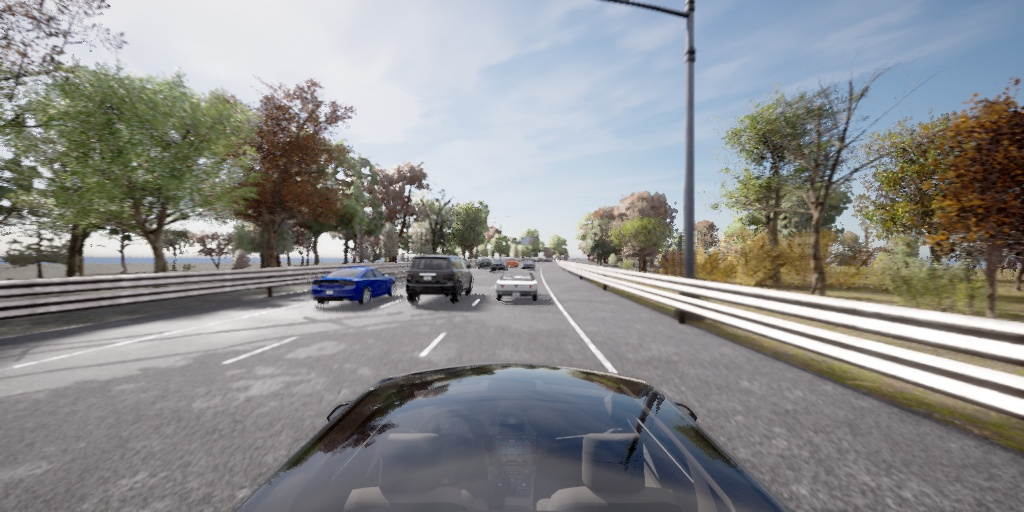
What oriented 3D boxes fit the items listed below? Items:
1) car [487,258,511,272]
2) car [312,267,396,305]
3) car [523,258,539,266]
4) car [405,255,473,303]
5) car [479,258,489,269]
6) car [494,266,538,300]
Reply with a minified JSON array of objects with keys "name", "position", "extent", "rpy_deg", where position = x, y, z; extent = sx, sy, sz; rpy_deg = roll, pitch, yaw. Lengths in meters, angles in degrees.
[{"name":"car","position":[-1.610,1.305,45.768],"extent":[1.837,1.490,4.892],"rpy_deg":[0,0,4]},{"name":"car","position":[-6.765,1.220,15.946],"extent":[1.882,1.535,5.008],"rpy_deg":[0,0,2]},{"name":"car","position":[2.609,1.374,54.433],"extent":[2.033,1.411,5.357],"rpy_deg":[0,0,5]},{"name":"car","position":[-3.241,0.977,16.901],"extent":[2.150,2.045,5.566],"rpy_deg":[0,0,2]},{"name":"car","position":[-4.022,1.166,58.830],"extent":[2.097,1.767,4.553],"rpy_deg":[0,0,5]},{"name":"car","position":[0.284,1.369,17.781],"extent":[1.895,1.301,4.718],"rpy_deg":[0,0,2]}]
